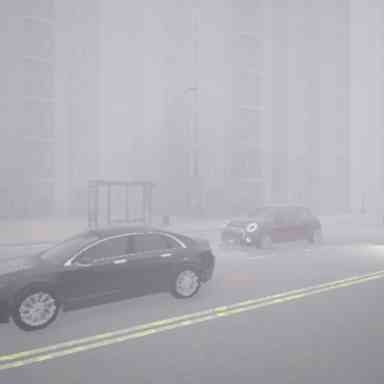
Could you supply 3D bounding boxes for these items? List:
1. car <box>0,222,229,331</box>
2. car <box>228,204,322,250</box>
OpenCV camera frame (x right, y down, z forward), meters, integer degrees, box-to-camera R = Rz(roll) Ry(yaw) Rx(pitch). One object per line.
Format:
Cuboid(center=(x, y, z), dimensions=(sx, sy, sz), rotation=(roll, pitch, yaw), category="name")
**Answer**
Cuboid(center=(-1.764, 1.505, 6.938), dimensions=(4.892, 1.490, 1.837), rotation=(0, 0, -33), category="car")
Cuboid(center=(3.463, 1.351, 14.338), dimensions=(4.553, 1.767, 2.097), rotation=(0, 0, -32), category="car")
